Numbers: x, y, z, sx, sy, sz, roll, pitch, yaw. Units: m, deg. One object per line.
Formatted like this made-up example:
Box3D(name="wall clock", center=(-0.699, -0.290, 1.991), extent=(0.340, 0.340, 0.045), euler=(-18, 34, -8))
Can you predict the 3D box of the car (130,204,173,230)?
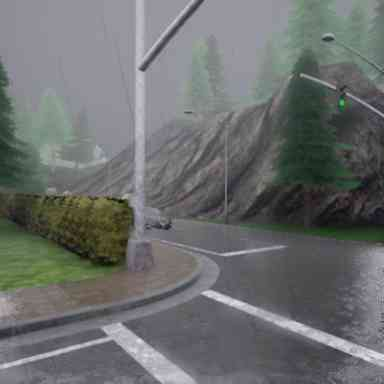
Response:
Box3D(name="car", center=(-3.034, 1.533, 20.547), extent=(1.837, 1.490, 4.892), euler=(0, 1, -36))
